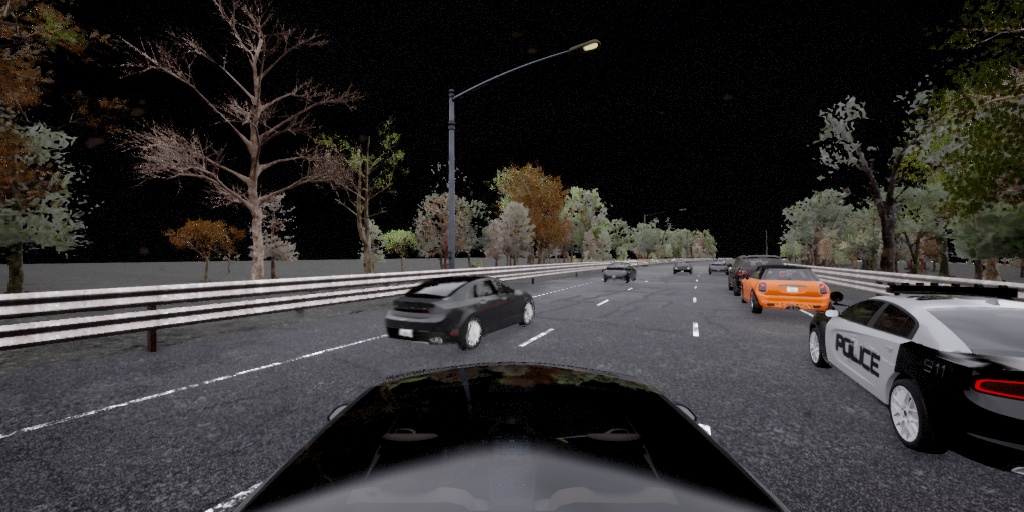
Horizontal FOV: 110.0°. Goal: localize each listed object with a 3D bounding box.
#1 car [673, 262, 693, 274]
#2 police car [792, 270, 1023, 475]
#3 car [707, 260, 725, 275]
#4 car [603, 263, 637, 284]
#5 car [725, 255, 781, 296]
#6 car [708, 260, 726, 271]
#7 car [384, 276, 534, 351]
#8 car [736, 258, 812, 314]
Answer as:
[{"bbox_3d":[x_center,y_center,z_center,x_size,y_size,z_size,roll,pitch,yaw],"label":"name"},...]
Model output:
[{"bbox_3d":[19.486,1.369,40.717,1.895,1.301,4.718,0,0,29],"label":"car"},{"bbox_3d":[5.627,1.175,4.727,1.930,1.638,5.238,0,0,26],"label":"police car"},{"bbox_3d":[22.610,1.261,39.273,2.128,1.511,4.902,0,0,30],"label":"car"},{"bbox_3d":[8.343,1.248,27.474,2.128,1.511,4.902,0,0,28],"label":"car"},{"bbox_3d":[12.723,0.978,18.754,2.150,2.045,5.566,0,0,27],"label":"car"},{"bbox_3d":[29.119,1.333,50.884,2.033,1.411,5.357,0,0,30],"label":"car"},{"bbox_3d":[-1.009,1.255,9.201,1.837,1.490,4.892,0,0,26],"label":"car"},{"bbox_3d":[9.987,1.102,13.431,2.097,1.767,4.553,0,0,27],"label":"car"}]
